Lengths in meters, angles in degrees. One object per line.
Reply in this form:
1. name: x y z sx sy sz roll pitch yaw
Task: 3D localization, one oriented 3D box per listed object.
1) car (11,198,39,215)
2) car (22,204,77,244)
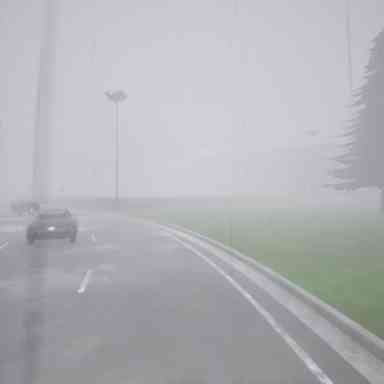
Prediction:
1. car: -15.575 1.312 31.086 1.837 1.490 4.892 -1 1 -38
2. car: -6.420 1.459 15.509 1.994 1.385 4.181 0 1 -19
